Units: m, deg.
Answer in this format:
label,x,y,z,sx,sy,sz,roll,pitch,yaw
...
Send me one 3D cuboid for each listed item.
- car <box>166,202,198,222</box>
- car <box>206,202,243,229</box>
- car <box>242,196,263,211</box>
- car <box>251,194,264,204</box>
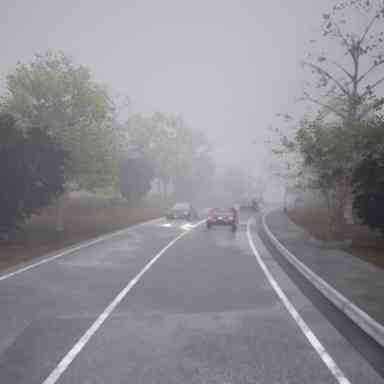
label,x,y,z,sx,sy,sz,roll,pitch,yaw
car,-0.714,1.525,26.725,1.812,1.442,4.674,1,0,12
car,2.093,1.587,22.013,2.033,1.411,5.357,1,0,10
car,7.334,1.601,42.114,2.128,1.511,4.902,1,0,19
car,12.688,1.349,65.309,2.150,2.045,5.566,2,1,23
